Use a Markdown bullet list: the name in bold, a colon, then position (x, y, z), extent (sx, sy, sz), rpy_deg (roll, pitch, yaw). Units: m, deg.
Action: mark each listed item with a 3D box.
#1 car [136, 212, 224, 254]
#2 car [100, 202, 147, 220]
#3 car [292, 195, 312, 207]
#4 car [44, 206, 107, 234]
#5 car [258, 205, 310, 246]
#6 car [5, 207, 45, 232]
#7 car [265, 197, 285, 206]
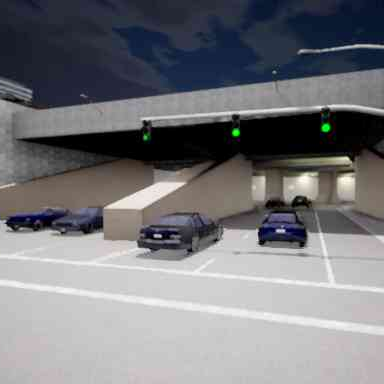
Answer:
- **car**: position (-0.238, 1.528, 13.577), extent (2.033, 1.411, 5.357), rpy_deg (0, 0, 21)
- **car**: position (-5.900, 1.578, 29.201), extent (1.895, 1.301, 4.718), rpy_deg (0, 0, 20)
- **car**: position (14.943, 1.248, 45.083), extent (2.097, 1.767, 4.553), rpy_deg (0, 0, 27)
- **car**: position (-5.679, 1.536, 19.415), extent (2.033, 1.411, 5.357), rpy_deg (0, 0, 20)
- **car**: position (4.227, 1.530, 15.269), extent (1.994, 1.385, 4.181), rpy_deg (0, 0, 19)
- **car**: position (-8.981, 1.598, 20.570), extent (1.895, 1.301, 4.718), rpy_deg (0, 0, 20)
- **car**: position (11.554, 1.452, 46.074), extent (2.033, 1.411, 5.357), rpy_deg (0, 0, 27)
